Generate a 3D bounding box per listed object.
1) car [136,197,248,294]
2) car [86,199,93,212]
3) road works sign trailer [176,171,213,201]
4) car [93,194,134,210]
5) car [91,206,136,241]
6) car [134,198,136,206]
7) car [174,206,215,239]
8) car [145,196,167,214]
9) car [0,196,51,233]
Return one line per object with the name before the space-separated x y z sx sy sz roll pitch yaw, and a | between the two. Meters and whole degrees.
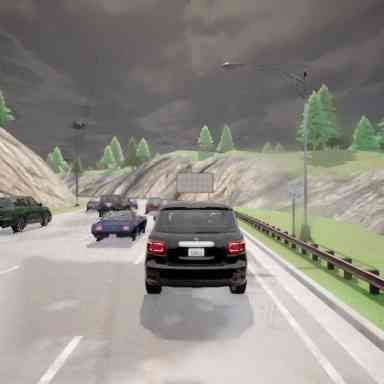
car | 0.088 1.221 8.909 2.150 2.045 5.566 0 0 0
car | -11.110 1.491 39.218 2.128 1.511 4.902 0 0 -5
road works sign trailer | 0.190 0.464 21.622 2.380 3.560 2.880 0 0 0
car | -7.023 1.222 30.418 2.150 2.045 5.566 0 0 -2
car | -3.420 1.600 16.566 1.895 1.301 4.718 0 0 0
car | -8.065 1.526 43.556 1.812 1.442 4.674 0 0 -7
car | 0.110 1.558 18.125 1.994 1.385 4.181 0 0 0
car | -3.831 1.351 35.902 2.097 1.767 4.553 0 0 -4
car | -10.423 1.223 19.709 2.150 2.045 5.566 0 0 0
